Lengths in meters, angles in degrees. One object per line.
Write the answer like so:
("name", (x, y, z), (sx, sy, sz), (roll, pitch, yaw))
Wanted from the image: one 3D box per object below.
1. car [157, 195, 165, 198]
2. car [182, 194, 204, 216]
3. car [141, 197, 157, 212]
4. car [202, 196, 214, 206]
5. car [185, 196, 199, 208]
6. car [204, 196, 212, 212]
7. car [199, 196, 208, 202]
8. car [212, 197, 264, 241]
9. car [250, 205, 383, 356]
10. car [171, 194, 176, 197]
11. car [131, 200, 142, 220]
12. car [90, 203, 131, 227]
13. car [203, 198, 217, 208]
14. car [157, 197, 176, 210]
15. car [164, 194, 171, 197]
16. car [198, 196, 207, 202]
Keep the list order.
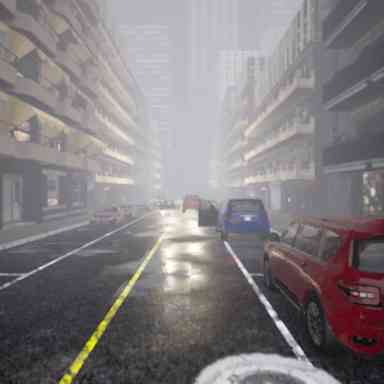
("car", (-5.698, 1.649, 50.927), (2.008, 1.369, 4.403), (-1, 0, 0))
("car", (0.033, 1.295, 38.512), (2.150, 2.045, 5.566), (0, 0, 1))
("car", (-5.698, 1.627, 39.723), (2.008, 1.369, 4.403), (-1, 0, 0))
("car", (2.681, 1.549, 56.500), (1.967, 1.590, 4.097), (-1, 0, 0))
("car", (0.005, 1.451, 52.076), (2.097, 1.767, 4.553), (0, 0, 0))
("car", (2.682, 1.612, 45.466), (1.752, 1.417, 4.829), (-1, 0, 0))
("car", (2.683, 1.720, 78.907), (1.947, 1.339, 4.313), (-1, 0, 0))
("car", (2.394, 1.254, 16.948), (2.150, 2.045, 5.566), (0, 0, 0))
("car", (2.677, 1.327, 6.082), (2.192, 1.841, 5.009), (-1, 0, 0))
("car", (-5.697, 1.728, 90.141), (2.008, 1.369, 4.403), (-1, 0, 0))
("car", (-5.698, 1.637, 28.518), (1.802, 1.307, 4.206), (-1, 0, 0))
("car", (-5.699, 1.626, 22.916), (1.802, 1.307, 4.206), (-1, 0, 0))
("car", (2.682, 1.663, 50.898), (1.947, 1.339, 4.313), (-1, 0, 0))
("car", (-3.077, 1.646, 42.866), (1.994, 1.385, 4.181), (0, 0, 0))
("car", (-5.701, 1.435, 62.131), (2.192, 1.841, 5.009), (-1, 0, 0))
("car", (2.683, 1.716, 84.511), (2.008, 1.369, 4.403), (-1, 0, 0))
